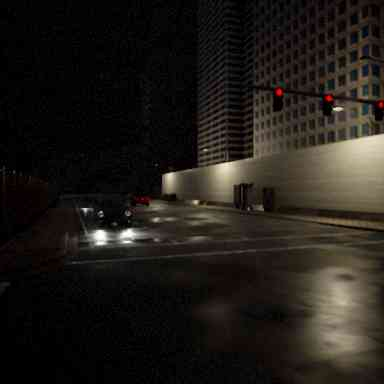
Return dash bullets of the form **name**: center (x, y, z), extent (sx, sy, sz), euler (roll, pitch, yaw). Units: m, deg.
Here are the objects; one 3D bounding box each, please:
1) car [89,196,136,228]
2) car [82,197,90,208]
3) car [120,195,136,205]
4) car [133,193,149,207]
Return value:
- **car**: center (-5.244, 1.290, 21.527), extent (2.097, 1.767, 4.553), euler (0, 0, -20)
- **car**: center (-14.130, 1.443, 45.952), extent (2.033, 1.411, 5.357), euler (0, 0, -20)
- **car**: center (-11.382, 1.364, 58.968), extent (2.128, 1.511, 4.902), euler (0, 0, -20)
- **car**: center (-7.796, 1.110, 49.338), extent (2.150, 2.045, 5.566), euler (0, 0, -18)
